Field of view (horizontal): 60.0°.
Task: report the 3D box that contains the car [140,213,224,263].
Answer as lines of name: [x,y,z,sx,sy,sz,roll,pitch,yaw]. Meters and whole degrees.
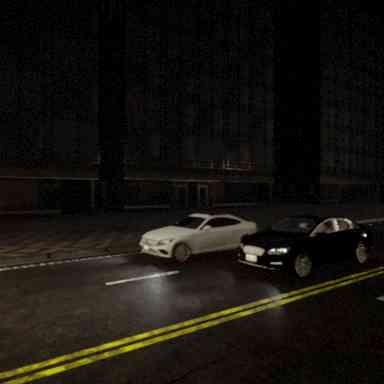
car: [0.446,1.492,11.934,4.674,1.442,1.812,0,0,-35]

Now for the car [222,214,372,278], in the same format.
car: [3.558,1.452,10.109,4.902,1.511,2.128,0,0,-35]
